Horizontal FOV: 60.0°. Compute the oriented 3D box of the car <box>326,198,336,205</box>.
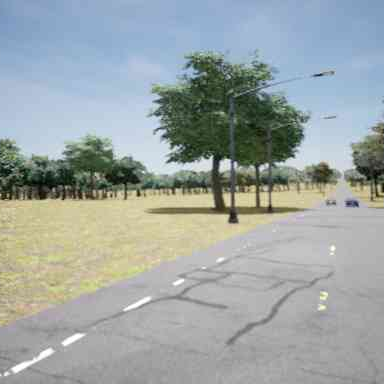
[{"bbox_3d":[27.833,1.864,66.568,2.128,1.511,4.902,-1,0,24],"label":"car"}]

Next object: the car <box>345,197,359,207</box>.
[{"bbox_3d":[27.431,1.759,56.967,1.882,1.535,5.008,-1,-1,24],"label":"car"}]

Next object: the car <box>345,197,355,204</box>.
[{"bbox_3d":[33.321,1.761,70.196,1.882,1.535,5.008,-1,0,24],"label":"car"}]
